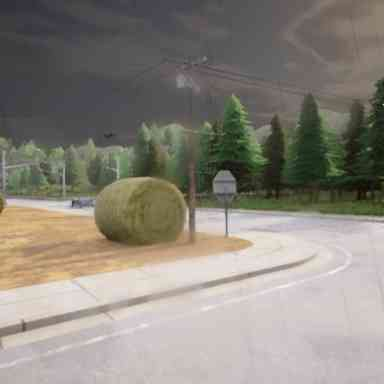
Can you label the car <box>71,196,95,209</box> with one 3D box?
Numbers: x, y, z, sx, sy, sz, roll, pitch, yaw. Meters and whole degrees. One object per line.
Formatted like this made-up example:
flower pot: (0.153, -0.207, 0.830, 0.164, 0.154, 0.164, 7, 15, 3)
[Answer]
car: (-13.716, 1.300, 41.797, 1.812, 1.442, 4.674, -1, 1, -38)
